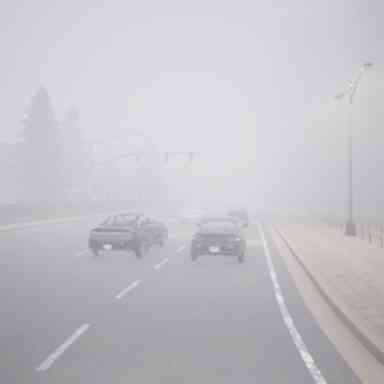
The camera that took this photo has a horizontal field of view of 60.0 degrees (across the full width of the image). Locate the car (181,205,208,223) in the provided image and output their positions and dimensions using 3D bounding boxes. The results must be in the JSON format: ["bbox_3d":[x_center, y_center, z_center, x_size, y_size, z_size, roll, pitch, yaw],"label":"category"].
[{"bbox_3d":[0.322,1.788,28.113,1.812,1.442,4.674,0,0,10],"label":"car"}]

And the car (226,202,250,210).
[{"bbox_3d":[3.767,1.800,27.494,1.812,1.442,4.674,0,0,10],"label":"car"}]

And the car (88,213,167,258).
[{"bbox_3d":[-2.338,1.604,13.277,2.128,1.511,4.902,0,0,10],"label":"car"}]

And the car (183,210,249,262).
[{"bbox_3d":[1.120,1.650,12.728,1.812,1.442,4.674,0,0,10],"label":"car"}]

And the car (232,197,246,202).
[{"bbox_3d":[13.311,2.295,94.136,2.097,1.767,4.553,0,-1,40],"label":"car"}]
